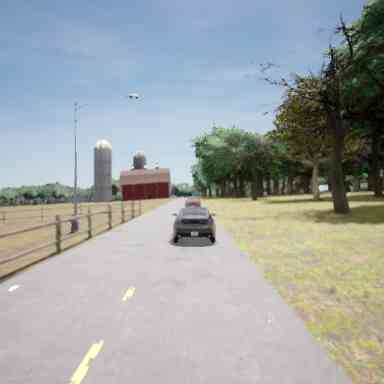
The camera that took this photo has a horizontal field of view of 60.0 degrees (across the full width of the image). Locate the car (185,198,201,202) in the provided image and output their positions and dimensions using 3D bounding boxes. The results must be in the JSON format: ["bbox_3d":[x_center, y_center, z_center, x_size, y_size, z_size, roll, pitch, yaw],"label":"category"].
[{"bbox_3d":[0.108,1.402,38.689,1.812,1.442,4.674,0,0,0],"label":"car"}]

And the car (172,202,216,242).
[{"bbox_3d":[0.103,1.450,16.069,1.837,1.490,4.892,0,0,0],"label":"car"}]
